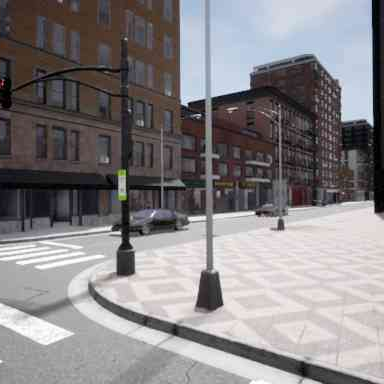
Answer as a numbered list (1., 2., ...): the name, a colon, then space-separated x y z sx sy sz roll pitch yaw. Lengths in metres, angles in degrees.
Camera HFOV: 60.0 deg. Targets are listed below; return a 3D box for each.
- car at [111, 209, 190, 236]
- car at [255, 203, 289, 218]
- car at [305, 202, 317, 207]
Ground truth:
1. car: -2.270 1.706 19.986 2.033 1.411 5.357 -1 -1 36
2. car: 8.467 1.858 34.904 2.033 1.411 5.357 -1 -1 36
3. car: 17.606 1.643 47.454 1.895 1.301 4.718 -1 -1 36
